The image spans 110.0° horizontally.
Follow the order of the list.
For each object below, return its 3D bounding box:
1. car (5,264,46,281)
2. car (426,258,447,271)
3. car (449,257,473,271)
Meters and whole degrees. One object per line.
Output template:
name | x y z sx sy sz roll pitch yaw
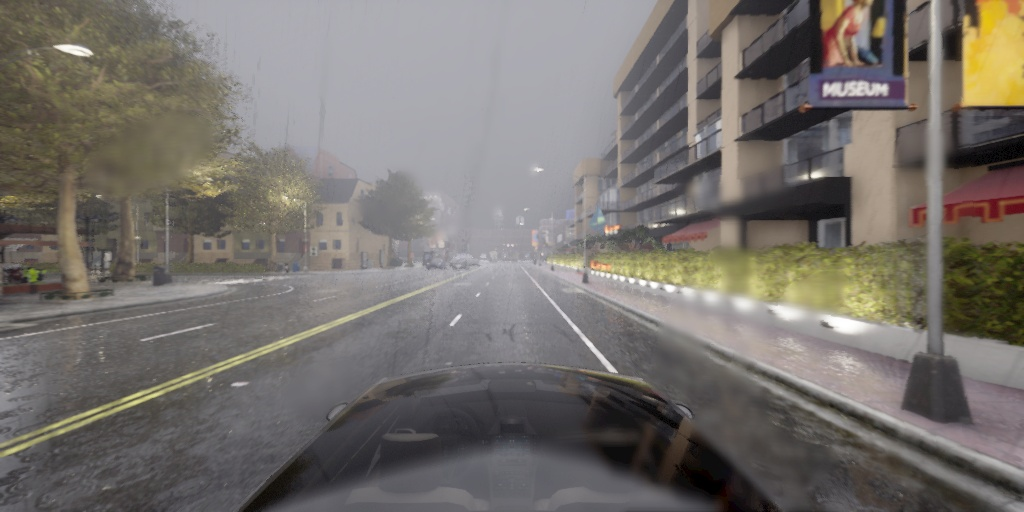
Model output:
car | -40.907 1.313 29.150 4.181 1.385 1.994 0 0 0
car | -10.556 1.104 50.150 2.097 1.767 4.553 0 0 0
car | -7.058 1.243 49.773 2.128 1.511 4.902 0 0 0
